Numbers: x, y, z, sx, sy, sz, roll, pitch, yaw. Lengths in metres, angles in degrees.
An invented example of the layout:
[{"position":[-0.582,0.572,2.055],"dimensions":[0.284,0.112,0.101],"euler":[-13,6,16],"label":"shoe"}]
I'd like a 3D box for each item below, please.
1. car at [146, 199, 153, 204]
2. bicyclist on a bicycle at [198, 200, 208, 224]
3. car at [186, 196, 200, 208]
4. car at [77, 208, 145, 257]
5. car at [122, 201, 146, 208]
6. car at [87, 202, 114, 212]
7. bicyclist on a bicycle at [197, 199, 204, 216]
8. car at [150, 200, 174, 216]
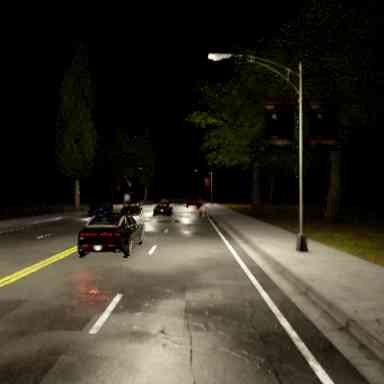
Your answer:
[{"position":[-9.707,2.198,76.832],"dimensions":[1.994,1.385,4.181],"euler":[0,-1,0],"label":"car"},{"position":[0.912,1.684,26.598],"dimensions":[0.866,1.612,1.509],"euler":[0,-1,0],"label":"bicyclist on a bicycle"},{"position":[0.133,1.749,57.322],"dimensions":[2.150,2.045,5.566],"euler":[0,-1,0],"label":"car"},{"position":[-3.143,1.631,13.540],"dimensions":[1.837,1.490,4.892],"euler":[0,-1,0],"label":"car"},{"position":[-6.573,1.902,36.411],"dimensions":[1.994,1.385,4.181],"euler":[0,-1,0],"label":"car"},{"position":[-9.823,1.812,36.044],"dimensions":[1.882,1.535,5.008],"euler":[0,-1,0],"label":"car"},{"position":[0.914,1.708,36.275],"dimensions":[0.659,1.776,1.843],"euler":[0,0,0],"label":"bicyclist on a bicycle"},{"position":[-3.129,1.905,36.710],"dimensions":[1.994,1.385,4.181],"euler":[0,-1,0],"label":"car"}]
